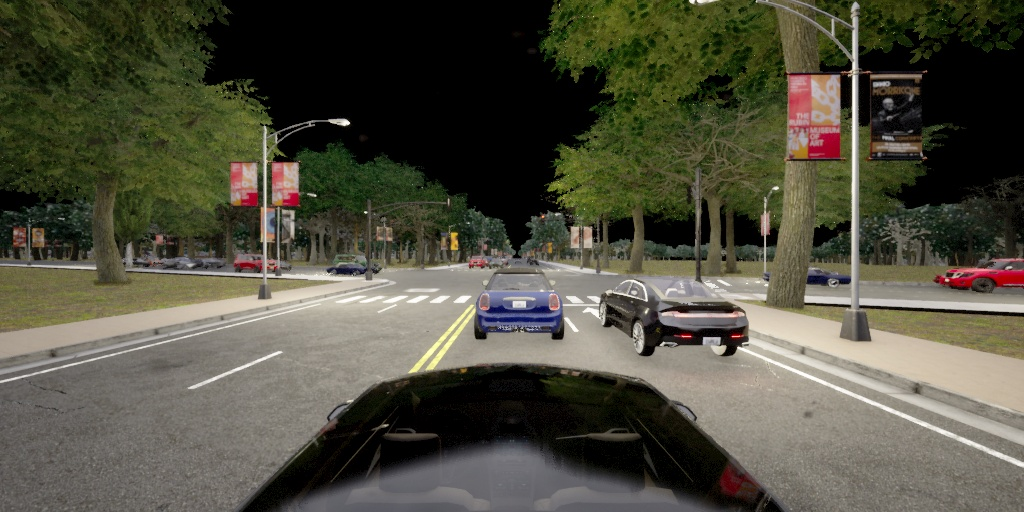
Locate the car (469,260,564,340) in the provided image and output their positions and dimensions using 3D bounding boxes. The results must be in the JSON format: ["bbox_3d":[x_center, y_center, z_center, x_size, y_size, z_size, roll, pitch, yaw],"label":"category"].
[{"bbox_3d":[0.192,1.102,10.150,2.097,1.767,4.553,0,0,1],"label":"car"}]

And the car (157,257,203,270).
[{"bbox_3d":[-42.371,1.031,45.758,4.902,1.511,2.128,0,0,24],"label":"car"}]

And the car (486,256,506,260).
[{"bbox_3d":[-2.397,1.108,55.895,2.097,1.767,4.553,0,0,1],"label":"car"}]

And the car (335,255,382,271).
[{"bbox_3d":[-16.275,0.893,37.652,5.566,2.045,2.150,0,0,24],"label":"car"}]

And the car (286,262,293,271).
[{"bbox_3d":[-28.609,1.108,43.162,4.892,1.490,1.837,0,0,24],"label":"car"}]

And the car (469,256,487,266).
[{"bbox_3d":[-5.626,0.978,57.962,2.150,2.045,5.566,0,0,1],"label":"car"}]

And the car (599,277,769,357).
[{"bbox_3d":[3.429,1.241,8.562,2.128,1.511,4.902,0,0,0],"label":"car"}]

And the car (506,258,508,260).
[{"bbox_3d":[-2.205,1.359,64.886,1.895,1.301,4.718,0,0,1],"label":"car"}]

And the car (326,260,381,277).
[{"bbox_3d":[-14.934,1.286,33.484,4.718,1.301,1.895,0,0,24],"label":"car"}]

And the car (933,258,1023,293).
[{"bbox_3d":[29.439,1.152,21.031,5.566,2.045,2.150,0,0,25],"label":"car"}]

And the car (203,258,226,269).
[{"bbox_3d":[-42.073,1.080,49.199,5.357,1.411,2.033,0,0,24],"label":"car"}]

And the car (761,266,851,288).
[{"bbox_3d":[20.395,1.478,25.071,4.718,1.301,1.895,0,0,24],"label":"car"}]

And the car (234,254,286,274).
[{"bbox_3d":[-27.969,0.830,39.308,5.566,2.045,2.150,1,0,24],"label":"car"}]
